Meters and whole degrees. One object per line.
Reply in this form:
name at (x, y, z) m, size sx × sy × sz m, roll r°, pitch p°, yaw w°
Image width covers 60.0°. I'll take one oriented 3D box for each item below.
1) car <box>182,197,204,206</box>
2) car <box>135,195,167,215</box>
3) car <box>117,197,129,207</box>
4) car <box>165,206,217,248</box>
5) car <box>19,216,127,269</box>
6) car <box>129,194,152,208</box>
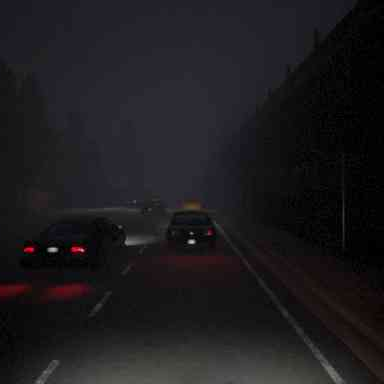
car at (0.153, 1.268, 32.483) m, size 1.882 × 1.535 × 5.008 m, roll 0°, pitch 0°, yaw 4°
car at (-3.452, 1.297, 30.910) m, size 2.128 × 1.511 × 4.902 m, roll 0°, pitch 0°, yaw 3°
car at (-7.906, 1.327, 44.286) m, size 1.895 × 1.301 × 4.718 m, roll 0°, pitch 0°, yaw 22°
car at (-0.029, 1.508, 14.336) m, size 1.895 × 1.301 × 4.718 m, roll 0°, pitch 0°, yaw 0°
car at (-3.504, 1.482, 10.841) m, size 2.033 × 1.411 × 5.357 m, roll 0°, pitch 0°, yaw 0°
car at (-5.386, 1.097, 40.756) m, size 2.097 × 1.767 × 4.553 m, roll 0°, pitch 0°, yaw 19°
